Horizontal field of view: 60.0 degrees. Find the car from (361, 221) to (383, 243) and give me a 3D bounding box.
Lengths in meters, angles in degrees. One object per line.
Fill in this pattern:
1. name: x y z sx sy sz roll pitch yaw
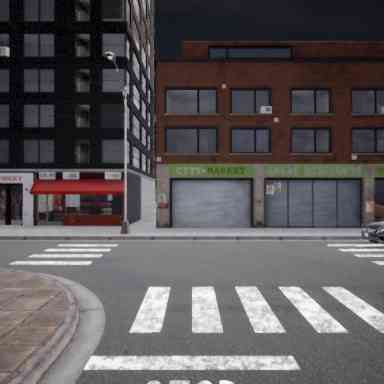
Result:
1. car: 9.583 1.509 13.826 4.674 1.442 1.812 0 0 0
